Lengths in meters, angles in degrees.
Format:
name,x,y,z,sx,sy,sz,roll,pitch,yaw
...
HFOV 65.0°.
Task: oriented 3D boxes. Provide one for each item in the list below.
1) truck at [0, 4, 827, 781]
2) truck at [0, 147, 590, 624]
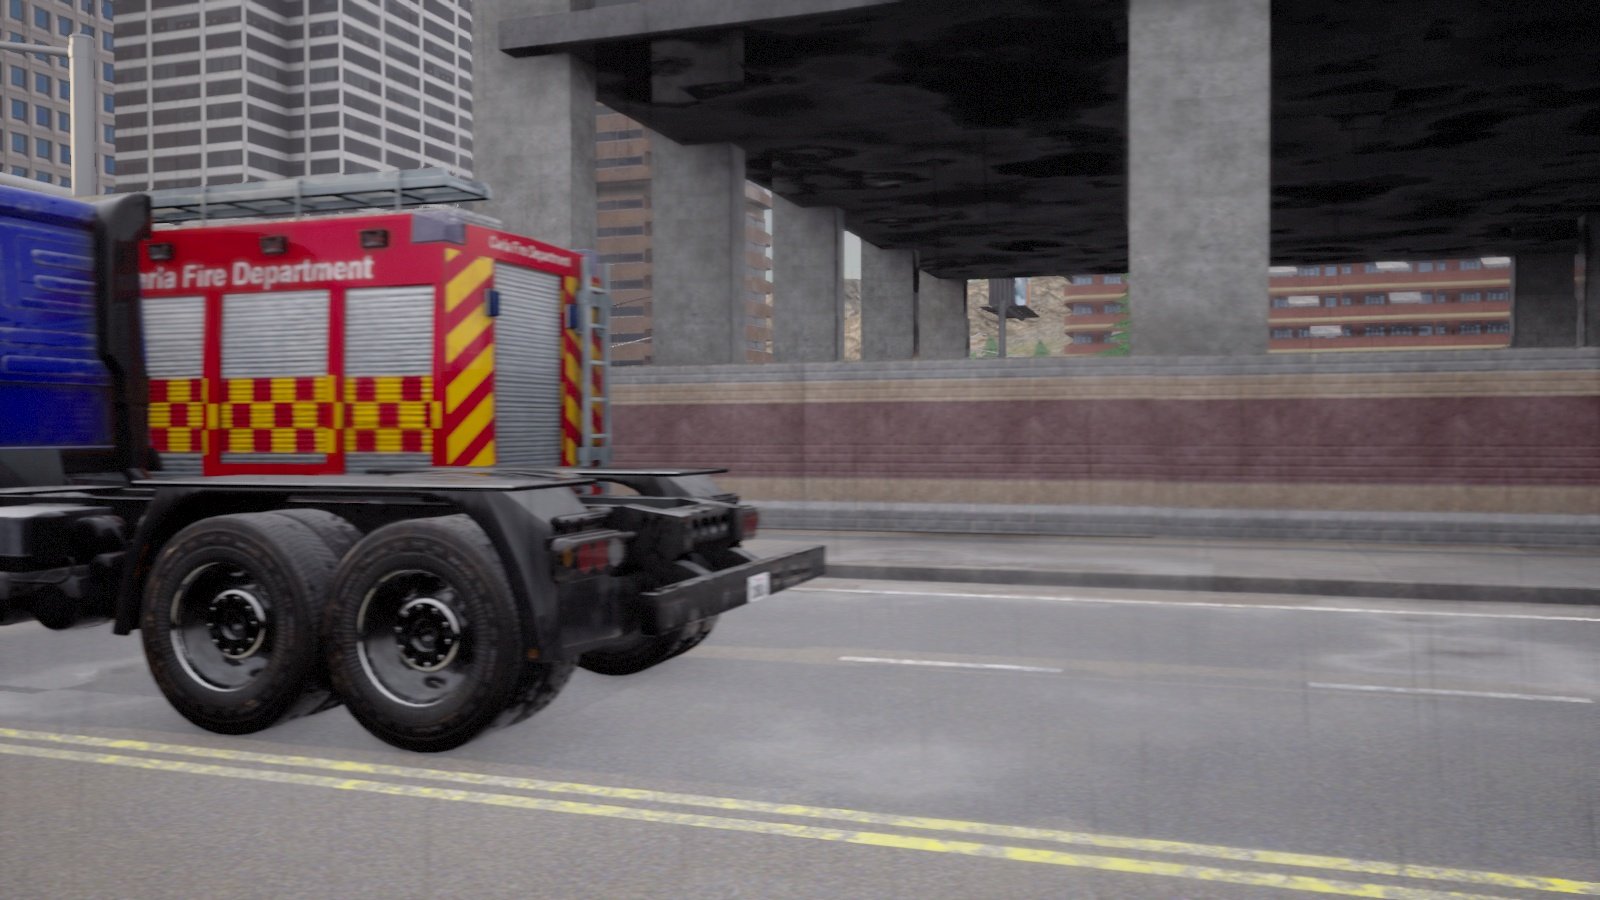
name,x,y,z,sx,sy,sz,roll,pitch,yaw
truck,-4.052,-0.302,8.233,7.936,3.462,2.891,1,1,19
truck,-6.616,-0.568,12.781,8.468,3.827,2.891,1,1,19
